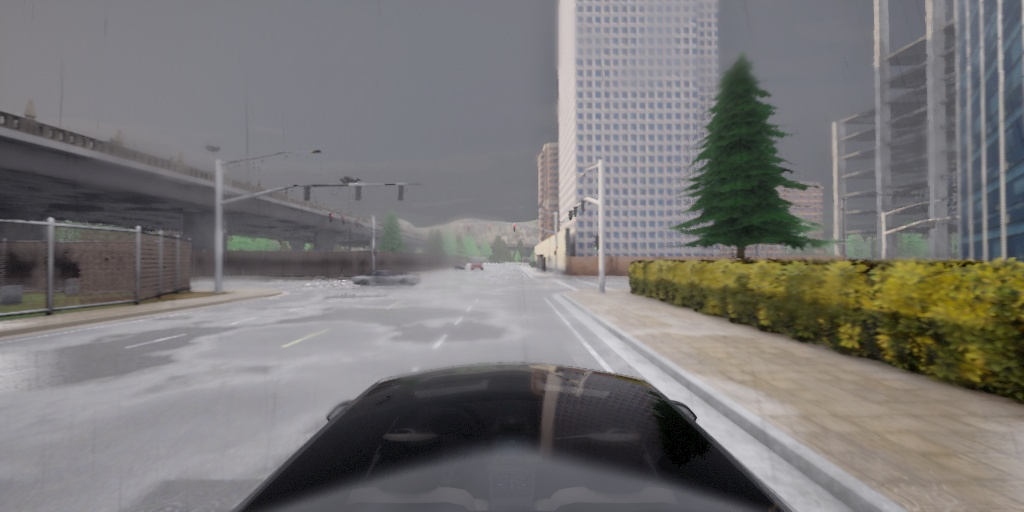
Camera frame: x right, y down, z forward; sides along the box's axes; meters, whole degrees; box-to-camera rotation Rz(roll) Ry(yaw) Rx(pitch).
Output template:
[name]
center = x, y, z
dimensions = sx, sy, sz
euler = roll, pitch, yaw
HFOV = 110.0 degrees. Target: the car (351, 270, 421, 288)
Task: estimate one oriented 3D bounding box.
[car]
center = -9.267, 1.708, 26.731
dimensions = 4.718, 1.301, 1.895
euler = 0, -1, 0
